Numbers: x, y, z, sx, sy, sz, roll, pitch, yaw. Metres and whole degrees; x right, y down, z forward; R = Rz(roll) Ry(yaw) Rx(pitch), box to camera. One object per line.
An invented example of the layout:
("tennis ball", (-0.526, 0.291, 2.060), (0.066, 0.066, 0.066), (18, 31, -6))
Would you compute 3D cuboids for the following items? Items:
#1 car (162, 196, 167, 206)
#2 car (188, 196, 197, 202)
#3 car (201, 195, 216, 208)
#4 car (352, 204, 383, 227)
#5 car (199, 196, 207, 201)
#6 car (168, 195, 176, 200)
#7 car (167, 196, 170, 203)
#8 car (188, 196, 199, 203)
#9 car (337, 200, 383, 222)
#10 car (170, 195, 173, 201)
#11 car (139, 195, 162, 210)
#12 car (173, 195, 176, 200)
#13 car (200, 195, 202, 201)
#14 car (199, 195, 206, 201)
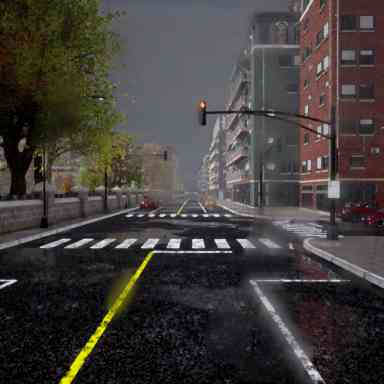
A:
("car", (-5.640, 1.457, 54.989), (1.967, 1.590, 4.097), (0, 0, 0))
("car", (0.078, 1.591, 79.635), (1.994, 1.385, 4.181), (0, 0, 0))
("car", (2.736, 1.539, 49.616), (1.752, 1.417, 4.829), (0, 0, 0))
("car", (14.688, 1.851, 24.722), (4.181, 1.385, 1.994), (1, 0, 0))
("car", (2.767, 1.587, 82.658), (1.887, 1.381, 4.507), (0, 0, 0))
("car", (-5.604, 1.580, 93.565), (1.752, 1.417, 4.829), (0, 0, 0))
("car", (-5.635, 1.566, 60.524), (1.887, 1.381, 4.507), (0, 0, 0))
("car", (0.070, 1.577, 69.224), (2.033, 1.411, 5.357), (0, 0, 0))
("car", (14.643, 1.591, 27.327), (5.009, 1.841, 2.192), (1, -1, 0))
("car", (-5.624, 1.613, 71.594), (1.802, 1.307, 4.206), (0, 0, 0))
("car", (-5.651, 1.324, 43.918), (2.192, 1.841, 5.009), (0, 0, 0))
("car", (-5.613, 1.624, 82.665), (1.802, 1.307, 4.206), (0, 0, 0))
("car", (2.741, 1.562, 54.981), (1.887, 1.381, 4.507), (0, 0, 0))
("car", (2.772, 1.593, 88.193), (1.887, 1.381, 4.507), (0, 0, 0))
